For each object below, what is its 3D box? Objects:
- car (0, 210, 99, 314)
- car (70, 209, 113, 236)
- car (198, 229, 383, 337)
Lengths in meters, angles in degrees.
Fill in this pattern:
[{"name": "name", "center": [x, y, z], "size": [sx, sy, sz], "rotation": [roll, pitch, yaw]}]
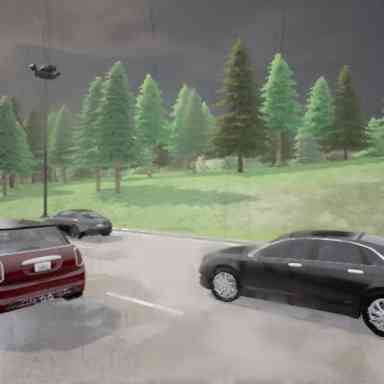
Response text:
[{"name": "car", "center": [-4.395, 1.349, 7.214], "size": [4.553, 1.767, 2.097], "rotation": [0, 0, 36]}, {"name": "car", "center": [-6.021, 1.562, 17.075], "size": [4.181, 1.385, 1.994], "rotation": [0, 0, 36]}, {"name": "car", "center": [2.388, 1.511, 6.624], "size": [4.892, 1.490, 1.837], "rotation": [0, 0, 36]}]
